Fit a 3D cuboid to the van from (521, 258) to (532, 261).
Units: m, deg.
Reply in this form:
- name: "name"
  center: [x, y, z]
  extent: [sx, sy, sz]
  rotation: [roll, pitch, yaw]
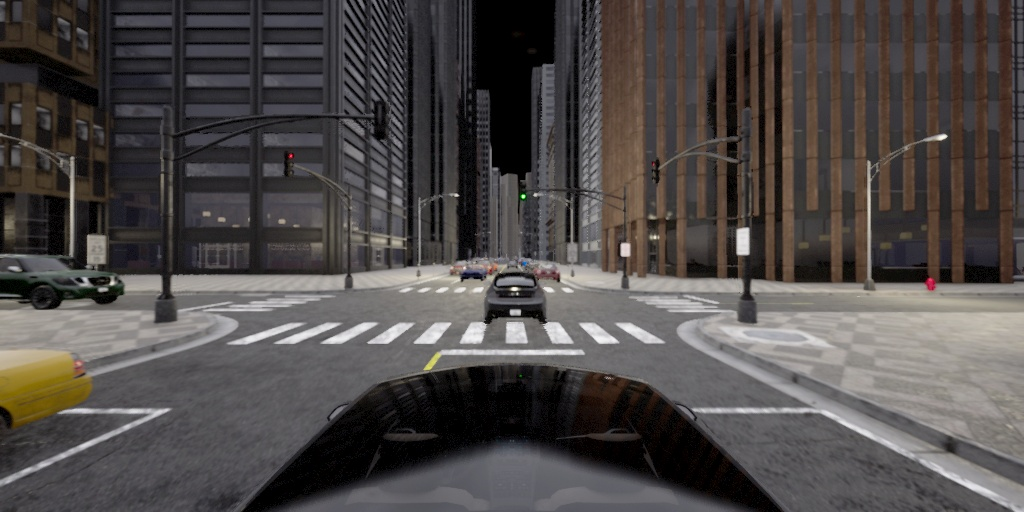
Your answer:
- name: "van"
  center: [2.750, 1.242, 62.651]
  extent: [1.690, 1.789, 3.998]
  rotation: [0, 0, 0]

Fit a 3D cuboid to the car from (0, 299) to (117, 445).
- name: "car"
  center: [-5.762, 1.277, 2.032]
  extent: [1.751, 1.417, 4.829]
  rotation: [0, 0, 0]

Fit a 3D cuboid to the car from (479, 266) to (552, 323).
- name: "car"
  center: [0.097, 1.279, 12.196]
  extent: [1.837, 1.490, 4.892]
  rotation: [0, 0, 0]

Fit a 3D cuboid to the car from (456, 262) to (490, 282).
- name: "car"
  center: [-3.096, 1.416, 29.527]
  extent: [1.895, 1.301, 4.718]
  rotation: [0, 0, 0]

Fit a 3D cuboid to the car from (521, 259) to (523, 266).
- name: "car"
  center: [2.752, 1.436, 51.433]
  extent: [1.948, 1.339, 4.313]
  rotation: [0, 0, 0]

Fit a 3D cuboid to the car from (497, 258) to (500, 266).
- name: "car"
  center: [-3.081, 1.217, 49.171]
  extent: [2.097, 1.767, 4.553]
  rotation: [0, 0, 0]

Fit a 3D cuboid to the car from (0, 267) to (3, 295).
- name: "car"
  center: [-28.307, 1.254, 17.010]
  extent: [5.357, 1.411, 2.033]
  rotation: [0, 0, 0]

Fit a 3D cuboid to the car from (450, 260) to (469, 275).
- name: "car"
  center: [-5.771, 1.281, 40.195]
  extent: [1.967, 1.591, 4.097]
  rotation: [0, 0, 0]

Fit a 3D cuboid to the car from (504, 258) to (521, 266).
- name: "car"
  center: [0.094, 1.441, 60.004]
  extent: [2.033, 1.411, 5.357]
  rotation: [0, 0, 0]

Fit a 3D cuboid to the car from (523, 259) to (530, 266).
- name: "car"
  center: [2.753, 1.406, 45.824]
  extent: [2.007, 1.370, 4.403]
  rotation: [0, 0, 0]

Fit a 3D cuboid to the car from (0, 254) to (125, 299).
- name: "car"
  center: [-18.526, 0.942, 13.897]
  extent: [5.566, 2.045, 2.150]
  rotation: [0, 0, 1]

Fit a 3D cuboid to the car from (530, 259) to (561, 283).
- name: "car"
  center: [2.757, 1.253, 28.998]
  extent: [1.967, 1.591, 4.097]
  rotation: [0, 0, 0]

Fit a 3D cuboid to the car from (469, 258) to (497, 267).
- name: "car"
  center: [-3.094, 1.191, 39.221]
  extent: [2.097, 1.767, 4.553]
  rotation: [0, 0, 0]
